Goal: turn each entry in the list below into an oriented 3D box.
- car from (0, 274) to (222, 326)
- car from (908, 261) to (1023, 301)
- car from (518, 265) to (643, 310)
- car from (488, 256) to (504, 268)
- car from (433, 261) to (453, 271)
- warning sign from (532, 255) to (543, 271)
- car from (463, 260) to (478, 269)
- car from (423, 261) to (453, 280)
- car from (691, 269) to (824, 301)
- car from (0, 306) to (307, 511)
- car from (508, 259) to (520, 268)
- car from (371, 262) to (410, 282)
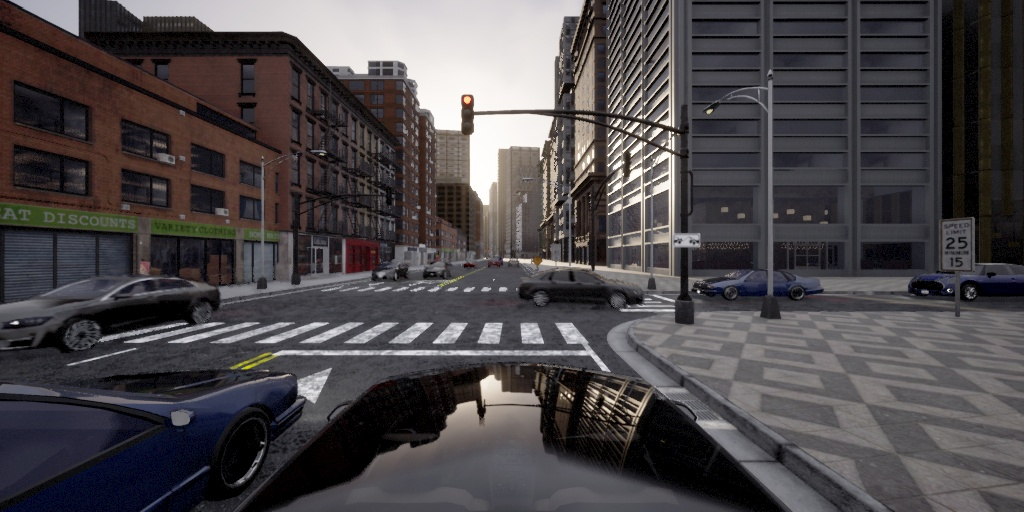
[{"bbox_3d":[-9.825,1.241,8.938,2.128,1.511,4.902,0,0,0],"label":"car"},{"bbox_3d":[21.784,1.120,16.941,4.553,1.767,2.097,0,0,1],"label":"car"},{"bbox_3d":[2.675,1.256,14.419,4.892,1.490,1.837,0,1,14],"label":"car"},{"bbox_3d":[-2.952,1.067,61.428,2.097,1.767,4.553,0,0,1],"label":"car"},{"bbox_3d":[-9.672,1.325,50.881,1.895,1.301,4.718,0,0,0],"label":"car"},{"bbox_3d":[2.988,0.848,42.157,1.300,1.860,1.060,0,0,0],"label":"warning sign"},{"bbox_3d":[-6.390,1.321,55.355,1.895,1.301,4.718,0,0,1],"label":"car"},{"bbox_3d":[-6.498,1.247,31.583,1.837,1.490,4.892,0,0,0],"label":"car"},{"bbox_3d":[11.523,1.311,17.017,5.357,1.411,2.033,0,0,1],"label":"car"},{"bbox_3d":[-3.150,1.297,1.392,2.033,1.411,5.357,0,0,0],"label":"car"},{"bbox_3d":[0.303,1.206,61.276,2.128,1.511,4.902,0,0,0],"label":"car"},{"bbox_3d":[-9.757,1.235,29.062,2.128,1.511,4.902,0,0,0],"label":"car"}]
